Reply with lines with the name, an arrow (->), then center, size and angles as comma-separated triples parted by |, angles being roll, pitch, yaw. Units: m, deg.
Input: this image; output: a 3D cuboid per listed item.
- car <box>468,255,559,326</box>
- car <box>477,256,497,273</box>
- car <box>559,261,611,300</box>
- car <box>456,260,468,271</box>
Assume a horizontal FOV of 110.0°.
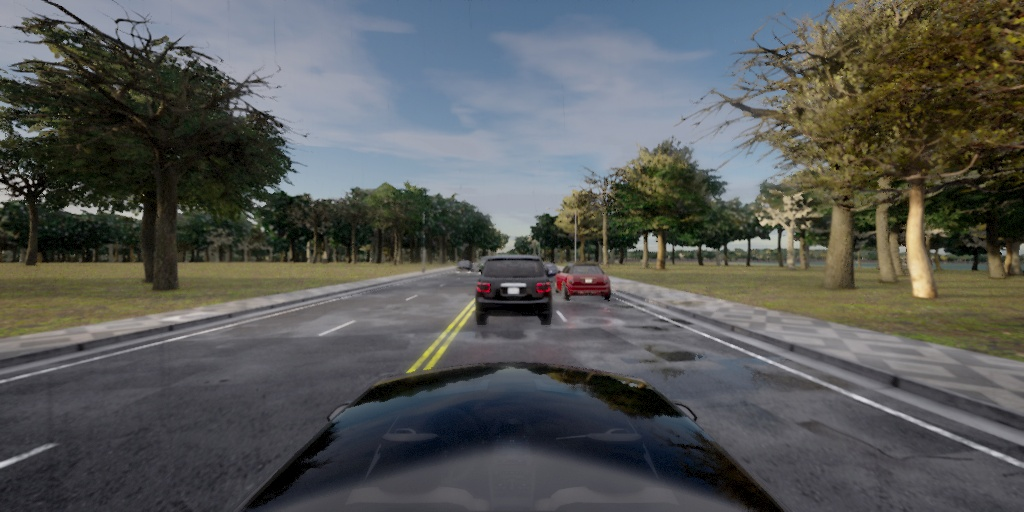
car -> 0.077, 0.981, 11.843 | 2.150, 2.045, 5.566 | 0, 0, 1
car -> -3.230, 1.038, 47.101 | 2.150, 2.045, 5.566 | 0, 0, 0
car -> 3.372, 1.118, 17.835 | 2.097, 1.767, 4.553 | 0, 0, 0
car -> -6.466, 1.329, 49.372 | 1.837, 1.490, 4.892 | 0, 0, 0
